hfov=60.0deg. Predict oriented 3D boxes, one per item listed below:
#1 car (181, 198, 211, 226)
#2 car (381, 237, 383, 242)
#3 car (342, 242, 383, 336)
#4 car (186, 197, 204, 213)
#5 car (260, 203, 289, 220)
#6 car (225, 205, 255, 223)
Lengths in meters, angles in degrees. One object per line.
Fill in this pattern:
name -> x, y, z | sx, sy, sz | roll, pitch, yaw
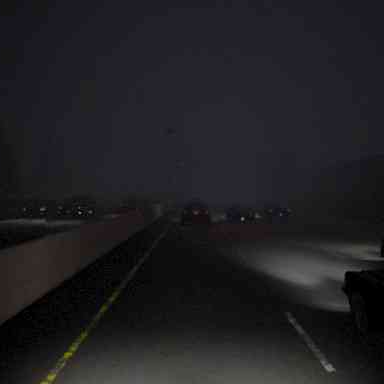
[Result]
car -> 0.288, 1.469, 24.739 | 2.097, 1.767, 4.553 | 0, 0, 0
car -> 7.178, 1.406, 8.979 | 2.097, 1.767, 4.553 | 0, 0, 0
car -> 3.636, 1.626, 3.916 | 1.895, 1.301, 4.718 | 0, 0, 0
car -> 0.420, 1.545, 41.367 | 2.097, 1.767, 4.553 | 0, 0, 0
car -> 7.325, 1.676, 29.676 | 1.812, 1.442, 4.674 | 0, 0, 0
car -> 3.805, 1.734, 27.094 | 1.895, 1.301, 4.718 | 0, 0, 0
